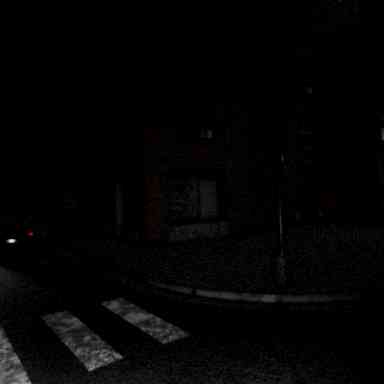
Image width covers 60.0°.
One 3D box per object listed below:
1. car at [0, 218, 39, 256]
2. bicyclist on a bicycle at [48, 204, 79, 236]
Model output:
[{"bbox_3d":[-7.701,1.781,13.708,1.994,1.385,4.181,-2,0,-36],"label":"car"},{"bbox_3d":[-6.897,1.489,17.862,1.656,1.620,0.582,-2,0,-37],"label":"bicyclist on a bicycle"}]
